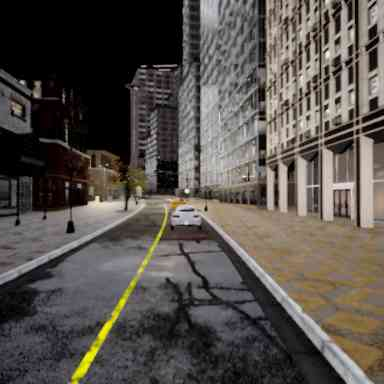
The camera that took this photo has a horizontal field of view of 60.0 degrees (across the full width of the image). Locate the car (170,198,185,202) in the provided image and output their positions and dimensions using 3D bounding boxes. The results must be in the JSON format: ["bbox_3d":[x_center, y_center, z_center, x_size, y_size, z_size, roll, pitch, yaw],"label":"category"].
[{"bbox_3d":[-1.636,1.487,40.704,1.882,1.535,5.008,0,0,-5],"label":"car"}]

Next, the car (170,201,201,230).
[{"bbox_3d":[-0.412,1.536,21.177,1.812,1.442,4.674,0,0,-2],"label":"car"}]
